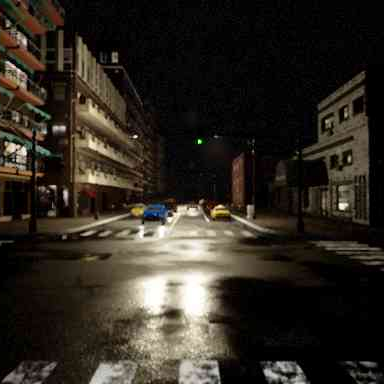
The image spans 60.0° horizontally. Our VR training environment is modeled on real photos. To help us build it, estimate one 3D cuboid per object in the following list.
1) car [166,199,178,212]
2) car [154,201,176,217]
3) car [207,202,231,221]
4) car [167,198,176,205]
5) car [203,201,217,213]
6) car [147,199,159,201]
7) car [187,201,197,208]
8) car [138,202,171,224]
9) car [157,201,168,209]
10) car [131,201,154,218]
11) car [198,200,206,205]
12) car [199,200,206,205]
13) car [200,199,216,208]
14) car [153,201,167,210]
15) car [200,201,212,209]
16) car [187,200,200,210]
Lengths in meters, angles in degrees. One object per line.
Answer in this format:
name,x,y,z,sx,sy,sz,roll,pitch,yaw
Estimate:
car,-3.085,2.162,47.806,1.837,1.490,4.892,0,-1,0
car,-3.089,2.041,37.739,1.812,1.442,4.674,0,-1,0
car,2.687,1.957,31.767,1.752,1.417,4.829,0,-1,0
car,-5.706,2.636,92.523,2.192,1.841,5.009,0,-1,0
car,2.684,2.166,42.673,1.802,1.307,4.206,0,-1,0
car,-5.697,1.978,48.213,2.192,1.841,5.009,0,-1,0
car,0.033,2.504,68.409,2.033,1.411,5.357,0,-1,0
car,-3.105,1.864,28.462,1.882,1.535,5.008,0,-1,0
car,-5.701,2.427,64.656,1.752,1.417,4.829,0,-1,0
car,-5.695,2.030,36.962,1.752,1.417,4.829,0,-1,0
car,2.673,2.871,92.521,2.008,1.369,4.403,0,-1,0
car,2.675,2.763,87.153,1.752,1.417,4.829,0,-1,0
car,2.684,1.978,48.215,2.192,1.841,5.009,0,-1,0
car,-5.700,2.374,59.287,2.008,1.369,4.403,0,-1,0
car,2.680,2.454,64.828,2.008,1.369,4.403,0,-1,0
car,0.087,2.408,58.202,1.895,1.301,4.718,0,-1,0
